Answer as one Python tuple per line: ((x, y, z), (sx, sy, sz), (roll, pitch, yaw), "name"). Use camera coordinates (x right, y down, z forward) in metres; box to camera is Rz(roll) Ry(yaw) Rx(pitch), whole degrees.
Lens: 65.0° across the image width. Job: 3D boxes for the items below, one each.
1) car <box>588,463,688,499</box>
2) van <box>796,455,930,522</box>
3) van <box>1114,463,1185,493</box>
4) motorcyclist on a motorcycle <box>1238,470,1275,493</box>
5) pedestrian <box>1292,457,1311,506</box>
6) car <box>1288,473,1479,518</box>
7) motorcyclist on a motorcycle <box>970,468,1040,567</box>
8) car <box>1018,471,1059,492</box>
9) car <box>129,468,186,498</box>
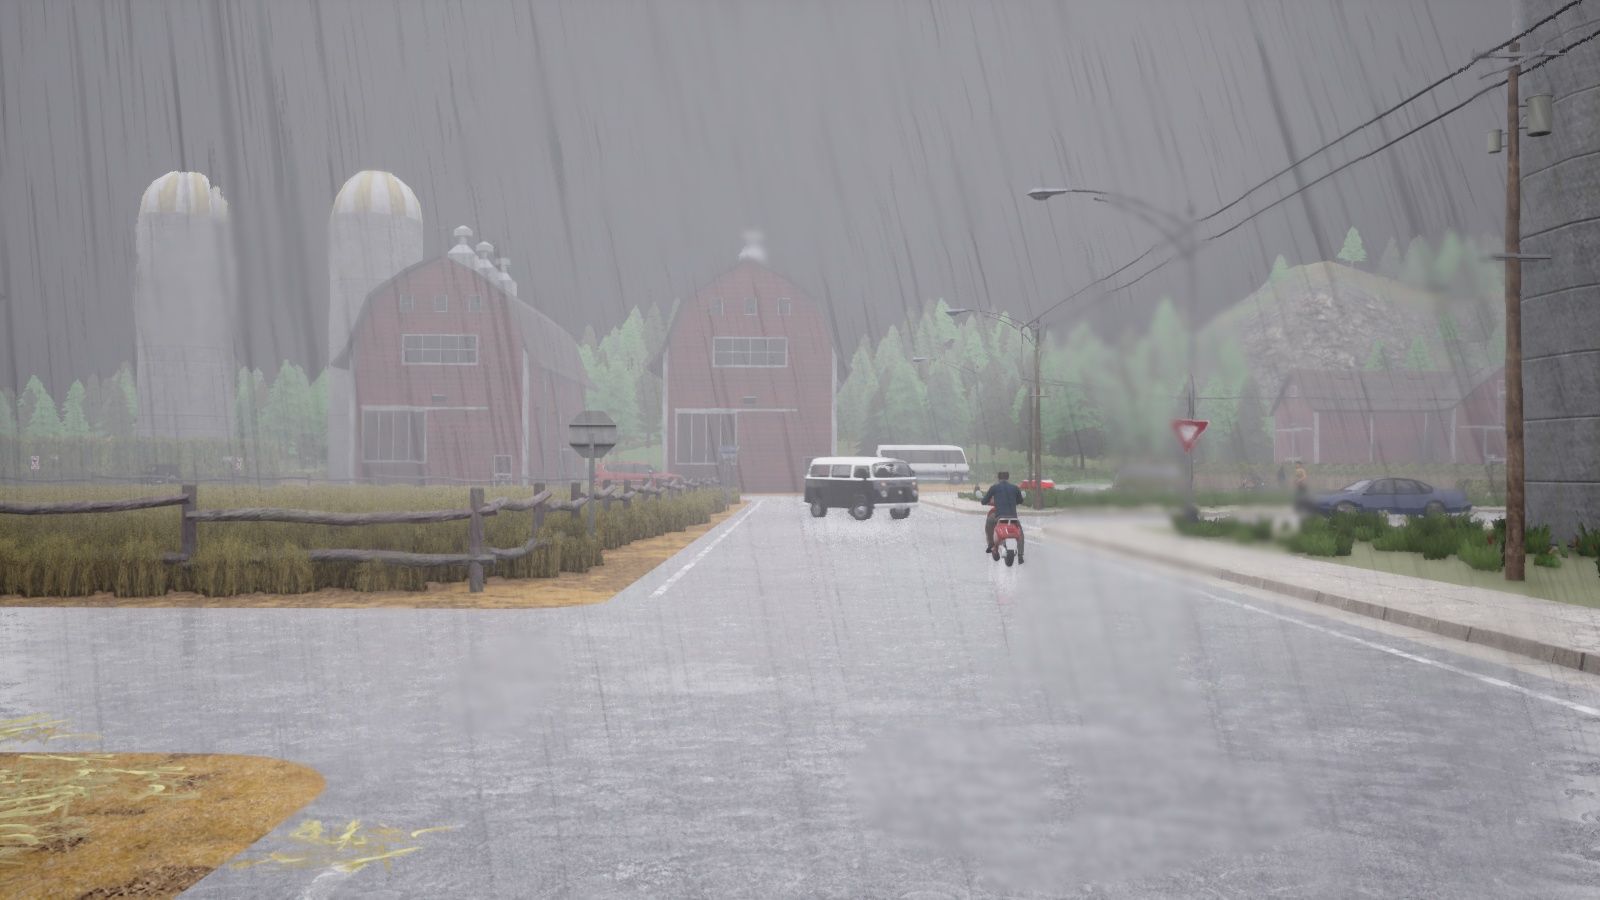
((-9.502, 1.809, 73.865), (5.566, 2.045, 2.150), (0, -1, 0), "car")
((1.974, 1.214, 40.904), (2.069, 2.038, 4.480), (-1, 0, -33), "van")
((23.762, 1.901, 85.461), (4.442, 1.987, 1.775), (0, -1, 6), "van")
((30.948, 2.153, 85.214), (2.191, 1.530, 0.866), (0, -1, 0), "motorcyclist on a motorcycle")
((19.201, 1.198, 48.083), (0.594, 1.836, 0.345), (0, -1, -31), "pedestrian")
((19.197, 1.480, 41.468), (5.357, 1.411, 2.033), (0, -1, -1), "car")
((3.442, 1.110, 21.231), (0.866, 1.590, 1.817), (0, -1, 0), "motorcyclist on a motorcycle")
((16.097, 2.142, 84.747), (2.207, 1.376, 1.481), (-1, -1, 42), "car")
((-41.302, 2.127, 80.686), (3.866, 1.878, 1.905), (-1, -1, 40), "car")
